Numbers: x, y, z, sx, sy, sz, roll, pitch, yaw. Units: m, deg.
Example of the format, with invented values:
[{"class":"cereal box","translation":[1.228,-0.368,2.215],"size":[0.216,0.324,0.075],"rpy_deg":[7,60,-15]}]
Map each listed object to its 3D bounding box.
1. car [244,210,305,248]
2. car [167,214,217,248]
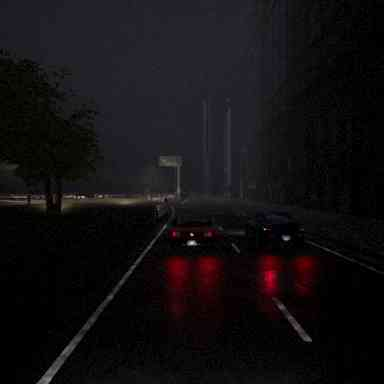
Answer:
[{"class":"car","translation":[3.500,1.530,14.650],"size":[1.812,1.442,4.674],"rpy_deg":[0,0,0]},{"class":"car","translation":[0.001,1.613,14.681],"size":[1.895,1.301,4.718],"rpy_deg":[0,0,0]}]
